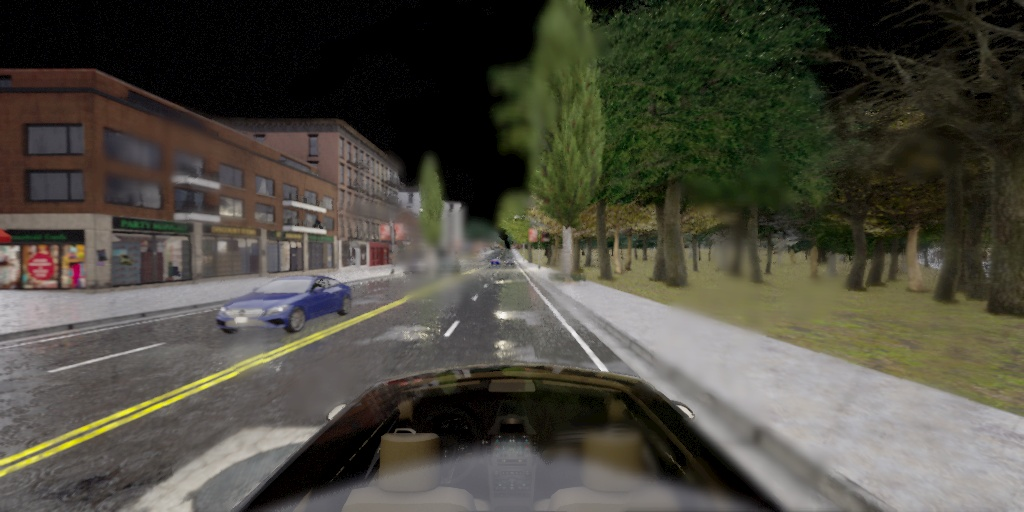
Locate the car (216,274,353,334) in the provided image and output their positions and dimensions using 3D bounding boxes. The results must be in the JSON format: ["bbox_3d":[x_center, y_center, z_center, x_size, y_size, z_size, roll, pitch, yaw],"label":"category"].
[{"bbox_3d":[-6.545,1.316,11.011,1.812,1.442,4.674,0,0,0],"label":"car"}]

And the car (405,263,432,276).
[{"bbox_3d":[-9.961,1.435,38.698,2.033,1.411,5.357,0,0,0],"label":"car"}]

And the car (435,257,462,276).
[{"bbox_3d":[-6.713,1.145,38.688,2.150,2.045,5.566,0,0,0],"label":"car"}]
